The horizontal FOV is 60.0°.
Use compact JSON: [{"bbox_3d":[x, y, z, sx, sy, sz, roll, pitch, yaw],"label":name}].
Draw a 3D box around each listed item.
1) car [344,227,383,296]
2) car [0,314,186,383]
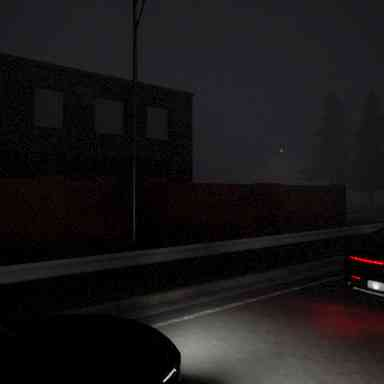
[{"bbox_3d":[5.455,1.506,7.678,4.892,1.490,1.837,0,0,-35],"label":"car"},{"bbox_3d":[-2.194,1.526,2.181,4.674,1.442,1.812,0,0,-35],"label":"car"}]
